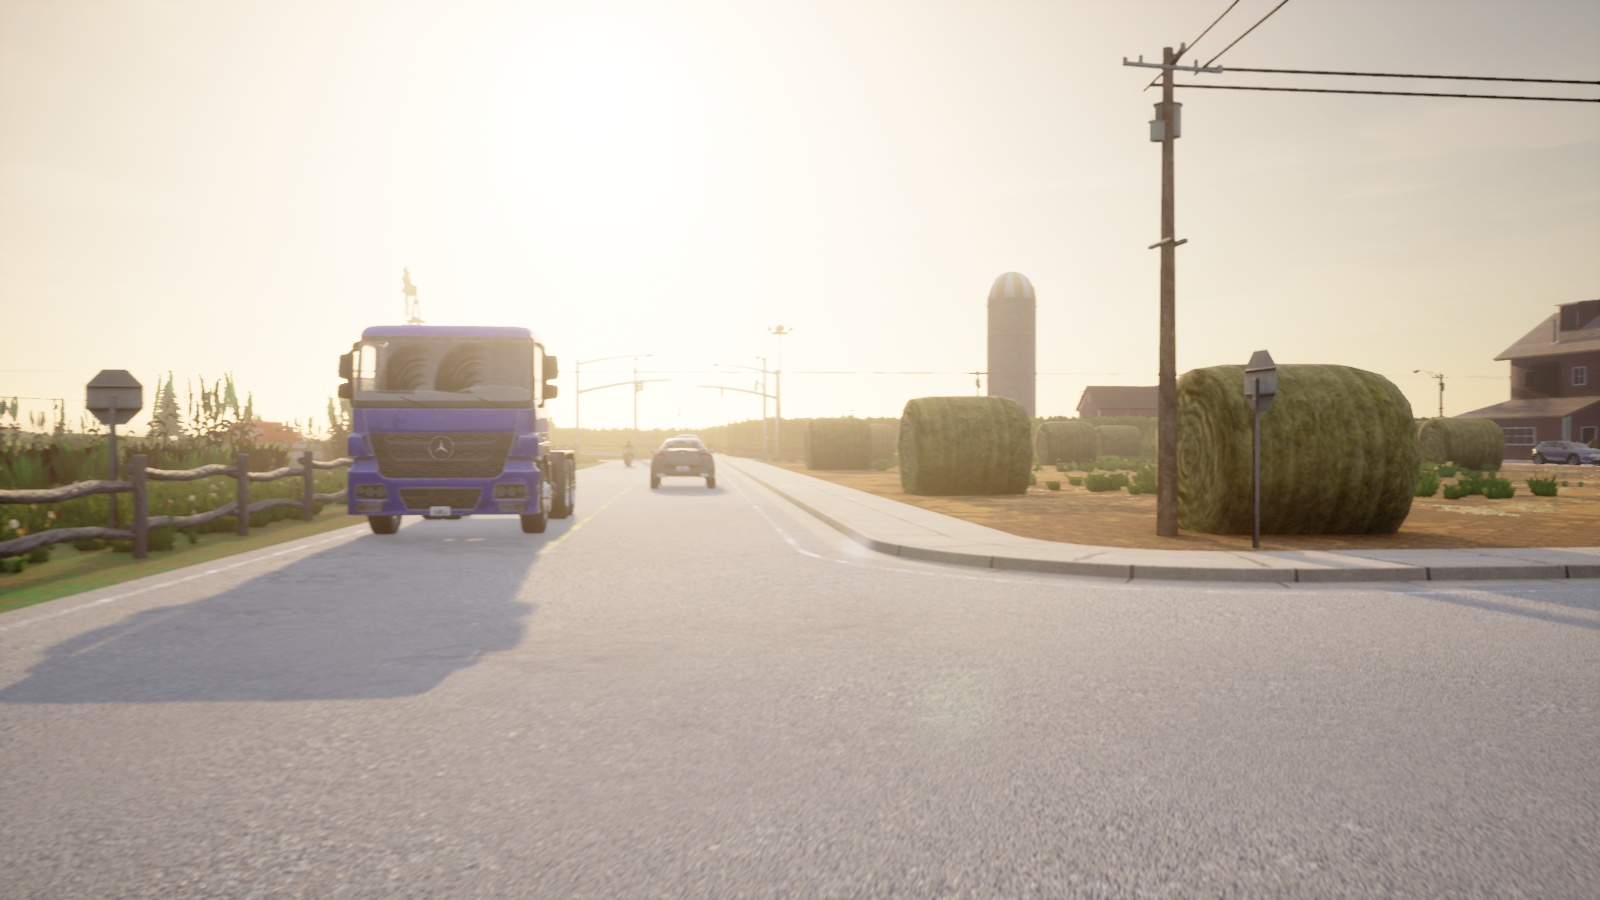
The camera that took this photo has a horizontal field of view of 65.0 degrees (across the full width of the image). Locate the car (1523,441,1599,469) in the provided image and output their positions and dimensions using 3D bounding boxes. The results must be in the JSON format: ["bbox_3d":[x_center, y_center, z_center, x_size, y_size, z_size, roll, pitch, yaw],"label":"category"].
[{"bbox_3d":[47.165,0.287,77.268,2.033,1.649,4.856,0,0,-9],"label":"car"}]

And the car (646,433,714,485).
[{"bbox_3d":[-4.026,0.261,42.274,2.152,1.651,5.027,0,0,-5],"label":"car"}]

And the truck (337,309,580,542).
[{"bbox_3d":[-5.794,-0.383,22.742,2.891,3.462,7.936,0,0,-5],"label":"truck"}]
